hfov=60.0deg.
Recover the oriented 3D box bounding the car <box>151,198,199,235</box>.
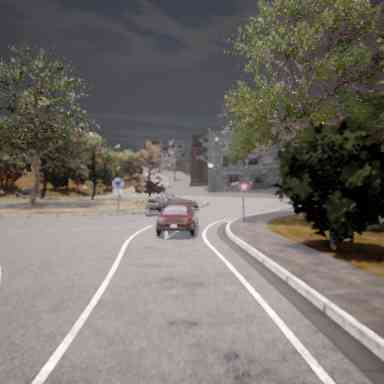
[{"bbox_3d":[-0.690,1.298,17.116,1.812,1.442,4.674,0,2,3],"label":"car"}]

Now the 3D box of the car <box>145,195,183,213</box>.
[{"bbox_3d":[-1.523,1.002,26.842,4.902,1.511,2.128,-2,2,-43],"label":"car"}]

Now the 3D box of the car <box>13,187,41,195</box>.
[{"bbox_3d":[-26.048,0.047,53.241,4.892,1.490,1.837,-1,2,-43],"label":"car"}]
